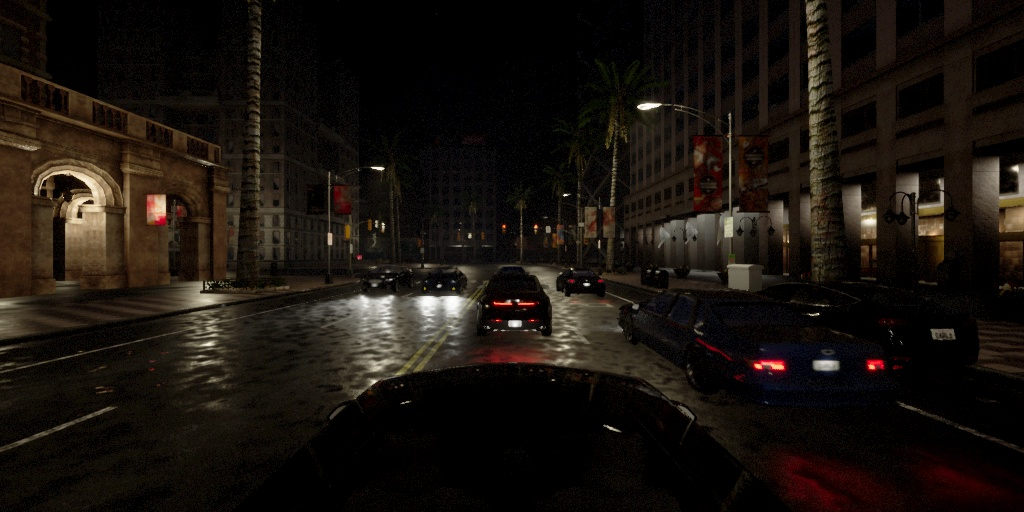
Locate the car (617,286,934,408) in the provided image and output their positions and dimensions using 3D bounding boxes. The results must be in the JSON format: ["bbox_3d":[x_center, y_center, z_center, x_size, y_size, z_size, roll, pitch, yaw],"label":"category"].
[{"bbox_3d":[3.574,1.297,6.608,2.033,1.411,5.357,0,0,0],"label":"car"}]

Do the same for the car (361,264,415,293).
[{"bbox_3d":[-7.109,1.245,20.969,2.128,1.511,4.902,0,0,0],"label":"car"}]

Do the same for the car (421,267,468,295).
[{"bbox_3d":[-3.620,1.314,19.795,1.994,1.385,4.181,0,0,0],"label":"car"}]

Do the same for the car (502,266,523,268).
[{"bbox_3d":[0.003,1.276,19.334,1.812,1.442,4.674,0,0,-2],"label":"car"}]

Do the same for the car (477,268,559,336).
[{"bbox_3d":[0.047,1.254,10.387,1.837,1.490,4.892,0,0,-1],"label":"car"}]

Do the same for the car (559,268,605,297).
[{"bbox_3d":[3.507,1.314,18.932,1.994,1.385,4.181,0,0,-1],"label":"car"}]
